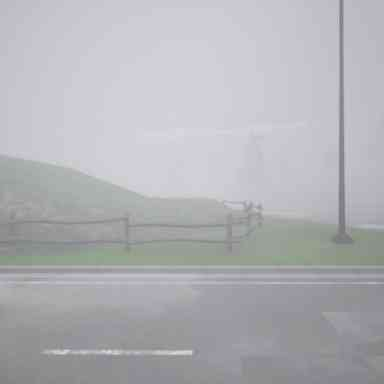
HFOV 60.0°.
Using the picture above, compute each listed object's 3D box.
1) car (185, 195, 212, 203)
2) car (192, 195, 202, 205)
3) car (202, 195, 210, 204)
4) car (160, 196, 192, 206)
[{"bbox_3d":[1.102,1.303,60.404,4.674,1.442,1.812,-1,0,35],"label":"car"},{"bbox_3d":[-1.026,1.377,53.112,4.181,1.385,1.994,0,0,36],"label":"car"},{"bbox_3d":[0.602,1.283,56.527,4.902,1.511,2.128,0,0,35],"label":"car"},{"bbox_3d":[-2.741,1.357,50.081,4.674,1.442,1.812,0,0,37],"label":"car"}]
